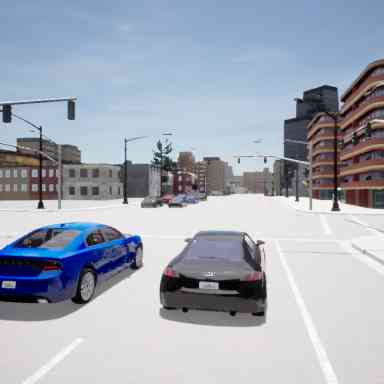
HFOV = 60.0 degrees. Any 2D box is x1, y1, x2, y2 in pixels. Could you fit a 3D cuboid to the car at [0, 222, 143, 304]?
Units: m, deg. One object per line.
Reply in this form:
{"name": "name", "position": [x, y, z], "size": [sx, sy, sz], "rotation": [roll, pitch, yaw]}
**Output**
{"name": "car", "position": [-2.748, 1.478, 8.283], "size": [1.882, 1.535, 5.008], "rotation": [0, 0, 11]}

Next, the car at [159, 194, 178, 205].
{"name": "car", "position": [-3.800, 1.226, 55.474], "size": [1.882, 1.535, 5.008], "rotation": [0, 1, 11]}

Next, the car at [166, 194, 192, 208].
{"name": "car", "position": [-1.925, 1.409, 46.886], "size": [2.033, 1.411, 5.357], "rotation": [0, 1, 11]}

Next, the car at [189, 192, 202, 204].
{"name": "car", "position": [-0.091, 1.249, 56.291], "size": [1.812, 1.442, 4.674], "rotation": [0, 1, 11]}

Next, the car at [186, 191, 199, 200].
{"name": "car", "position": [0.048, 0.752, 74.930], "size": [2.097, 1.767, 4.553], "rotation": [0, 1, 11]}

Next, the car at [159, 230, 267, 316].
{"name": "car", "position": [0.689, 1.564, 7.637], "size": [1.994, 1.385, 4.181], "rotation": [0, 0, 12]}

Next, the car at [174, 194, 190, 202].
{"name": "car", "position": [-1.895, 1.125, 65.126], "size": [2.033, 1.411, 5.357], "rotation": [0, 1, 11]}

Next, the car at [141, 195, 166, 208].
{"name": "car", "position": [-5.561, 1.230, 46.508], "size": [2.097, 1.767, 4.553], "rotation": [0, 1, 11]}

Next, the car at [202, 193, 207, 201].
{"name": "car", "position": [1.867, 1.052, 66.114], "size": [1.837, 1.490, 4.892], "rotation": [0, 1, 12]}
